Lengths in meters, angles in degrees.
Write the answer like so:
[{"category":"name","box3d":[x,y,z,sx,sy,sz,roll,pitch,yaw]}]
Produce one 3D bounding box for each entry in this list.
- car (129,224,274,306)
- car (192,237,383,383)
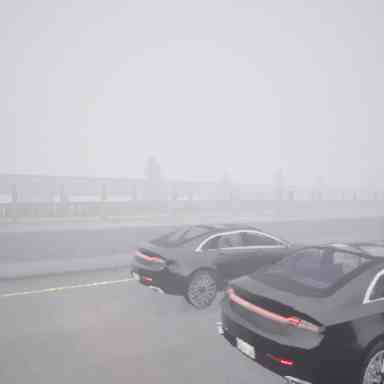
[{"category":"car","box3d":[0.992,1.521,7.877,4.902,1.511,2.128,1,0,-29]},{"category":"car","box3d":[2.703,1.520,4.823,4.902,1.511,2.128,1,0,-29]}]
